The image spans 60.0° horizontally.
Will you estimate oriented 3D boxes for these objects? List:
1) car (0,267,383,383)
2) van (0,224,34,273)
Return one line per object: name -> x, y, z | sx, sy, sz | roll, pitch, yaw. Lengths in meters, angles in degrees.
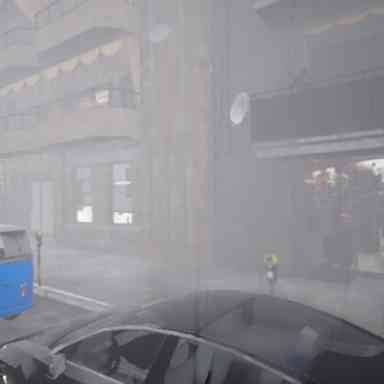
car -> -0.022, 1.583, 2.902 | 4.313, 1.339, 1.947 | -1, -1, 36
van -> -4.627, 1.420, 6.193 | 3.998, 1.788, 1.690 | -1, -1, 36
